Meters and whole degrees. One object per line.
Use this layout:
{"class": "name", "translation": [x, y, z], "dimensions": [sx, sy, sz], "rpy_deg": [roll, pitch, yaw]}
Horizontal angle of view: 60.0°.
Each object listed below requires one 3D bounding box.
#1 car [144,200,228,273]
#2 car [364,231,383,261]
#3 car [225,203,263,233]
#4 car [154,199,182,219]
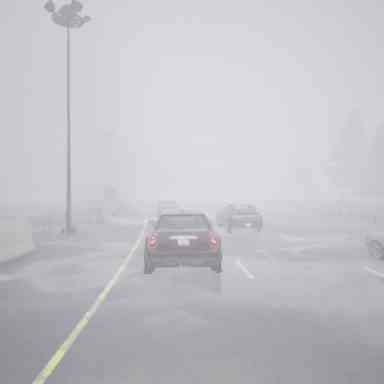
{"class": "car", "translation": [-0.327, 1.299, 10.648], "dimensions": [2.097, 1.767, 4.553], "rpy_deg": [0, 0, -3]}
{"class": "car", "translation": [6.796, 1.543, 9.038], "dimensions": [1.895, 1.301, 4.718], "rpy_deg": [0, 0, -3]}
{"class": "car", "translation": [2.556, 1.393, 18.808], "dimensions": [2.128, 1.511, 4.902], "rpy_deg": [0, 0, -5]}
{"class": "car", "translation": [-2.157, 1.408, 28.800], "dimensions": [2.033, 1.411, 5.357], "rpy_deg": [0, 0, -8]}
